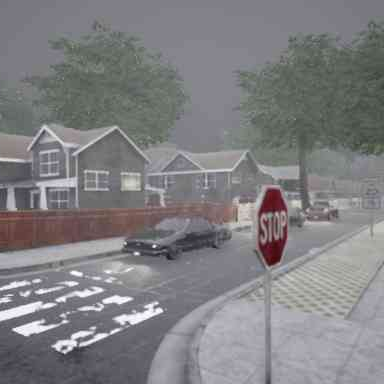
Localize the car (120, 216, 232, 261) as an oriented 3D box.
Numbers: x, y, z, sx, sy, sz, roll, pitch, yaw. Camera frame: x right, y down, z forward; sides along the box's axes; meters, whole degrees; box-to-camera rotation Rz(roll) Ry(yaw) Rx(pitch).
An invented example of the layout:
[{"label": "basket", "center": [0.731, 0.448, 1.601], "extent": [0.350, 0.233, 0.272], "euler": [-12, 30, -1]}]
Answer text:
[{"label": "car", "center": [-0.343, 1.713, 13.429], "extent": [2.033, 1.411, 5.357], "euler": [-1, -1, 35]}]

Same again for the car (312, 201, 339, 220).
[{"label": "car", "center": [12.125, 1.636, 30.907], "extent": [2.097, 1.767, 4.553], "euler": [-1, -1, 35]}]

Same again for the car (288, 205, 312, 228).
[{"label": "car", "center": [6.099, 1.772, 22.462], "extent": [2.033, 1.411, 5.357], "euler": [-1, -1, 36]}]
